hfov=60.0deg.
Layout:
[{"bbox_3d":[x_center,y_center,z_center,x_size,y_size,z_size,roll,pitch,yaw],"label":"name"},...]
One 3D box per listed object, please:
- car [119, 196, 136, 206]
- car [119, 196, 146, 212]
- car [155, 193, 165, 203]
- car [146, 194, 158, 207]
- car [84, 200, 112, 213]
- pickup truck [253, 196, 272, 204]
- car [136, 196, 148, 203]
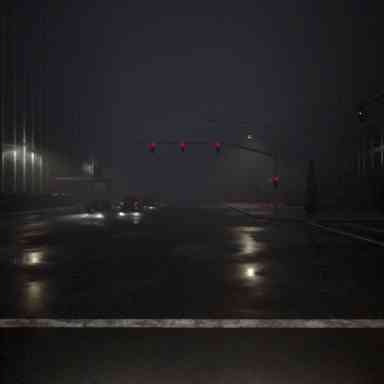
[{"bbox_3d":[-10.450,1.499,53.952,1.837,1.490,4.892,0,0,0],"label":"car"},{"bbox_3d":[-7.000,1.348,38.802,2.097,1.767,4.553,0,0,0],"label":"car"},{"bbox_3d":[-6.825,1.214,69.271,2.150,2.045,5.566,0,0,0],"label":"car"},{"bbox_3d":[-6.961,1.472,51.828,1.882,1.535,5.008,0,0,0],"label":"car"},{"bbox_3d":[-10.505,1.596,37.391,1.895,1.301,4.718,0,0,0],"label":"car"},{"bbox_3d":[13.278,1.052,61.763,2.390,2.098,6.274,0,0,31],"label":"pickup truck"},{"bbox_3d":[-10.325,1.576,69.020,1.895,1.301,4.718,0,0,0],"label":"car"}]
